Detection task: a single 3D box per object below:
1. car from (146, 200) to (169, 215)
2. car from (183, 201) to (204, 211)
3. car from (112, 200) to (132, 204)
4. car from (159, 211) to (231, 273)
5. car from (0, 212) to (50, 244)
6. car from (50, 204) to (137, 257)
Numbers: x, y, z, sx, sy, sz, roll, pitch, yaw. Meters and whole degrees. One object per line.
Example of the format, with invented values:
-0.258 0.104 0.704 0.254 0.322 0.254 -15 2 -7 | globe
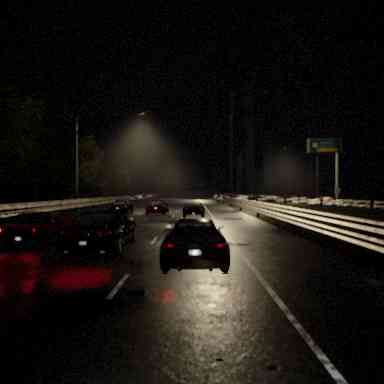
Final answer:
-3.344 1.474 32.731 1.994 1.385 4.181 0 0 0 | car
0.150 1.516 30.588 1.895 1.301 4.718 0 0 0 | car
-6.844 1.475 32.539 1.994 1.385 4.181 0 0 0 | car
0.094 1.530 10.619 1.994 1.385 4.181 0 0 1 | car
-6.880 1.553 15.432 1.895 1.301 4.718 0 0 0 | car
-3.394 1.437 12.860 1.882 1.535 5.008 0 0 0 | car
